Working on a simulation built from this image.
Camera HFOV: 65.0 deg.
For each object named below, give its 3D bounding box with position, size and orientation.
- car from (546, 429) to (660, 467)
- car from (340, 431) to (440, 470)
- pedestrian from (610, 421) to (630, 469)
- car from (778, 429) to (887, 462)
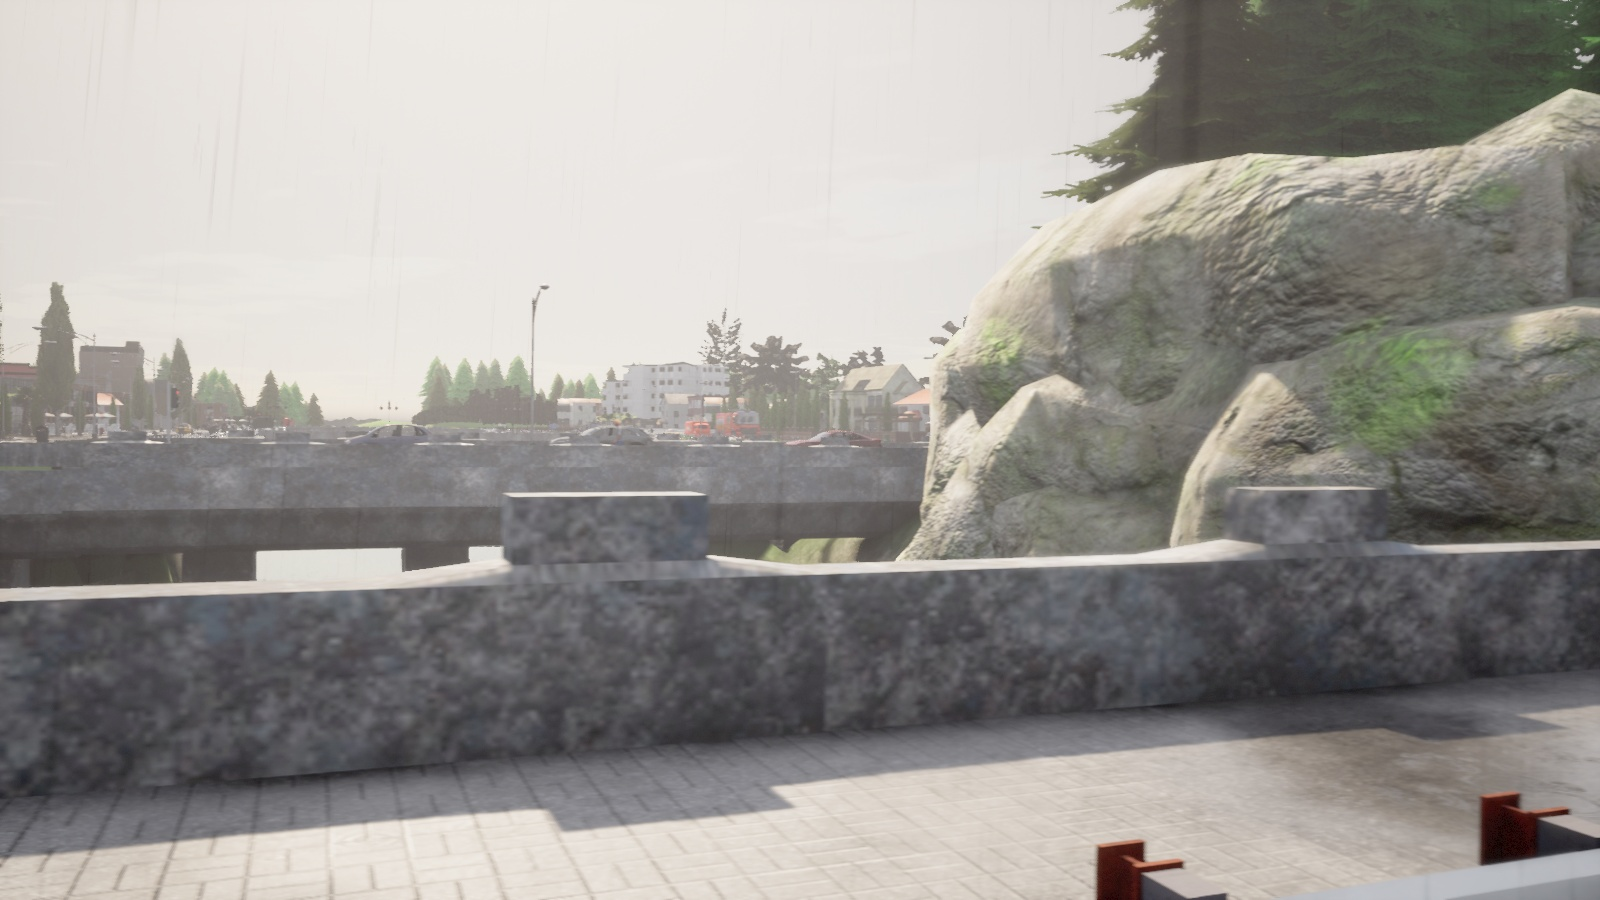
[{"bbox_3d":[-9.031,-0.111,57.567,4.856,1.649,2.033,-1,1,-21],"label":"car"},{"bbox_3d":[-17.718,0.005,54.279,3.988,1.617,1.851,-1,1,-21],"label":"car"},{"bbox_3d":[-6.941,-0.205,48.414,0.706,1.836,0.354,-1,1,-22],"label":"pedestrian"},{"bbox_3d":[1.589,-0.244,61.584,5.008,1.535,1.882,-1,1,-21],"label":"car"}]
